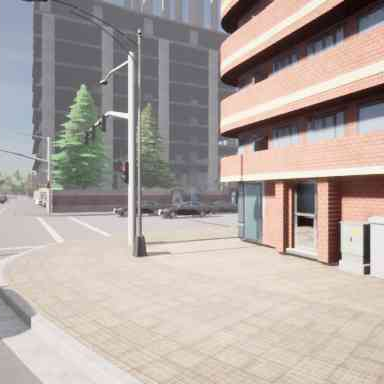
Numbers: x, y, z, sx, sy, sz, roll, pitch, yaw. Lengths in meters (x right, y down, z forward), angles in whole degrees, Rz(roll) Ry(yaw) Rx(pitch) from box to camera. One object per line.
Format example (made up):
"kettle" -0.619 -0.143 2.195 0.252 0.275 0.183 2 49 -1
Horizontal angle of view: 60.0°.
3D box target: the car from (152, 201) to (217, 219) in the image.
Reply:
"car" -0.641 1.547 29.819 4.902 1.511 2.128 0 0 -27

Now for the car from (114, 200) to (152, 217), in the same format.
"car" -4.945 1.547 31.578 4.902 1.511 2.128 0 0 -27

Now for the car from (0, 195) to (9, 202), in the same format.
"car" -42.448 1.499 74.912 1.837 1.490 4.892 0 0 -27

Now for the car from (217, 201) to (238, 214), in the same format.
"car" 3.022 1.619 35.572 4.181 1.385 1.994 0 0 -27

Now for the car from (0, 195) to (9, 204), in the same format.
"car" -36.988 1.595 64.212 1.895 1.301 4.718 0 0 -27
